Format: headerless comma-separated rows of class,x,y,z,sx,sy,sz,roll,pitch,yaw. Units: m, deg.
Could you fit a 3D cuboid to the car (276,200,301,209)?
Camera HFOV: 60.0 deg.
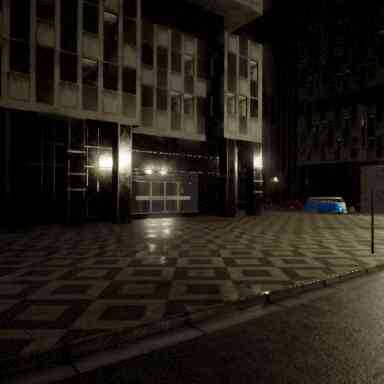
car,14.093,1.819,48.315,1.802,1.307,4.206,0,0,-36

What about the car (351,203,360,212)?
car,20.664,1.725,39.125,1.947,1.339,4.313,0,0,-36

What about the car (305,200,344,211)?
car,17.378,1.749,43.720,2.008,1.369,4.403,0,0,-36

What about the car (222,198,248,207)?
car,7.423,1.840,57.643,1.752,1.417,4.829,0,0,-36

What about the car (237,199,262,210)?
car,7.164,1.706,43.350,1.887,1.381,4.507,0,0,-36

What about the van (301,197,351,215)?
van,13.734,1.425,34.161,1.690,1.788,3.998,0,0,-36
